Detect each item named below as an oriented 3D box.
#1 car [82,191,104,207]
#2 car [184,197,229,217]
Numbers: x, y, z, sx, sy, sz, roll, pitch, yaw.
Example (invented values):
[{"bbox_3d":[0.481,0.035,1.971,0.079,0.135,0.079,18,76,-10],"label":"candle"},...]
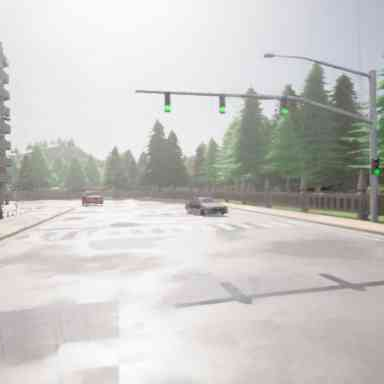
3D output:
[{"bbox_3d":[-13.660,0.887,45.639,2.150,2.045,5.566,-1,1,-27],"label":"car"},{"bbox_3d":[0.981,1.123,26.485,2.033,1.411,5.357,-2,1,-21],"label":"car"}]
